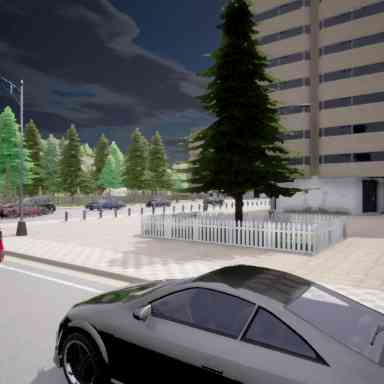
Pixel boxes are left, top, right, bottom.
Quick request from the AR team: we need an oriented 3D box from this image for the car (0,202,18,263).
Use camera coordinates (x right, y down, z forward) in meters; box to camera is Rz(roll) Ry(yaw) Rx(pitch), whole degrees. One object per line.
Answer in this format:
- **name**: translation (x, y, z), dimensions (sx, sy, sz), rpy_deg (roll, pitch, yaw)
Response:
- **car**: translation (-7.352, 1.221, 9.179), dimensions (5.566, 2.045, 2.150), rpy_deg (0, 0, 36)

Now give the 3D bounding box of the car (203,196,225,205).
- **car**: translation (3.716, 1.505, 55.231), dimensions (1.837, 1.490, 4.892), rpy_deg (0, 0, 35)

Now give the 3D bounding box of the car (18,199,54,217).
- **car**: translation (-14.819, 1.564, 29.188), dimensions (1.994, 1.385, 4.181), rpy_deg (0, 0, 36)

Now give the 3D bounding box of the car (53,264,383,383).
- **car**: translation (0.339, 1.564, 3.749), dimensions (4.181, 1.385, 1.994), rpy_deg (0, 0, 35)

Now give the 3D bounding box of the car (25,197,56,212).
- **car**: translation (-16.226, 1.352, 33.574), dimensions (2.097, 1.767, 4.553), rpy_deg (0, 0, 35)

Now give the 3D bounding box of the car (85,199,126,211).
- **car**: translation (-10.652, 1.547, 41.412), dimensions (2.033, 1.411, 5.357), rpy_deg (0, 0, 35)

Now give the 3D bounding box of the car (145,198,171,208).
- **car**: translation (-4.964, 1.564, 49.384), dimensions (1.994, 1.385, 4.181), rpy_deg (0, 0, 36)
